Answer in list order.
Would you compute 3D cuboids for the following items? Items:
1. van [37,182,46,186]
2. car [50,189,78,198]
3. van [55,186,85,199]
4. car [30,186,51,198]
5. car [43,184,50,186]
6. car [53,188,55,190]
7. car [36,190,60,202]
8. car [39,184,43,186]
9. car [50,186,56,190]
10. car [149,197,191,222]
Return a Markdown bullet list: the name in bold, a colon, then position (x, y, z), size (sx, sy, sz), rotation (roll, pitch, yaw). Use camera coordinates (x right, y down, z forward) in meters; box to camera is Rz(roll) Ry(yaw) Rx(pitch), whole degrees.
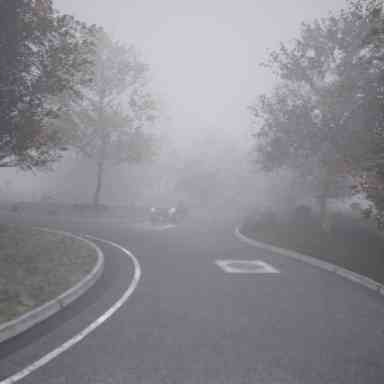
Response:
- **van**: position (-35.536, -0.887, 83.097), size (4.442, 1.987, 1.878), rotation (3, 1, -31)
- **car**: position (-25.548, 0.280, 66.470), size (4.792, 1.488, 2.163), rotation (3, 1, -31)
- **van**: position (-21.338, 0.414, 59.283), size (4.442, 1.987, 1.878), rotation (3, 1, -31)
- **car**: position (-27.368, 0.258, 59.629), size (2.128, 1.511, 4.902), rotation (3, 1, -31)
- **car**: position (-29.855, -0.269, 73.576), size (4.553, 1.767, 2.185), rotation (3, 1, -31)
- **car**: position (-22.668, 0.544, 61.732), size (4.792, 1.488, 2.163), rotation (3, 1, -31)
- **car**: position (-22.159, 0.776, 51.093), size (1.895, 1.301, 4.718), rotation (3, 0, -31)
- **car**: position (-32.773, -0.407, 78.297), size (5.008, 1.535, 2.097), rotation (3, 1, -31)
- **car**: position (-24.290, 0.369, 63.990), size (5.366, 1.575, 1.946), rotation (3, 1, -31)
- **car**: position (-1.628, 1.324, 26.238), size (2.097, 1.767, 4.553), rotation (1, 0, 17)
